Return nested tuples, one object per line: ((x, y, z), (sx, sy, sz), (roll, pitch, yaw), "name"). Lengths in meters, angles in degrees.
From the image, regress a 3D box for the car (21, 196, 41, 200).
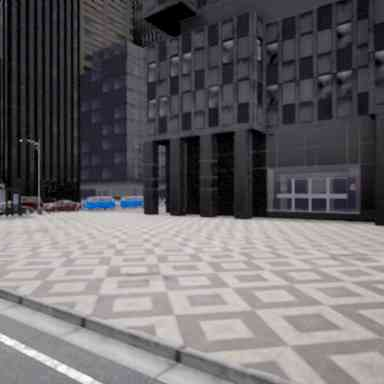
((-21.854, 1.497, 42.890), (2.192, 1.841, 5.009), (0, 0, 35), "car")

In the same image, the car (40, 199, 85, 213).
((-14.891, 1.745, 37.971), (1.802, 1.307, 4.206), (0, 0, 35), "car")

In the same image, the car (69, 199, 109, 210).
((-14.836, 1.718, 48.201), (2.033, 1.411, 5.357), (0, 0, 35), "car")

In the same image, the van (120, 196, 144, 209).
((-8.338, 1.497, 47.244), (1.690, 1.788, 3.998), (0, 0, 35), "van")

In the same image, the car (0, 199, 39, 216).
((-18.169, 1.719, 33.335), (2.008, 1.369, 4.403), (0, 0, 35), "car")

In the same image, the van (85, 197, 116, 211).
((-11.615, 1.500, 42.608), (1.690, 1.788, 3.998), (0, 0, 35), "van")

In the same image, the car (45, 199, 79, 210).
((-18.577, 1.760, 47.527), (1.802, 1.307, 4.206), (0, 0, 35), "car")

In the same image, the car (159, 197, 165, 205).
((-4.687, 1.695, 62.394), (1.812, 1.442, 4.674), (0, 0, 35), "car")
